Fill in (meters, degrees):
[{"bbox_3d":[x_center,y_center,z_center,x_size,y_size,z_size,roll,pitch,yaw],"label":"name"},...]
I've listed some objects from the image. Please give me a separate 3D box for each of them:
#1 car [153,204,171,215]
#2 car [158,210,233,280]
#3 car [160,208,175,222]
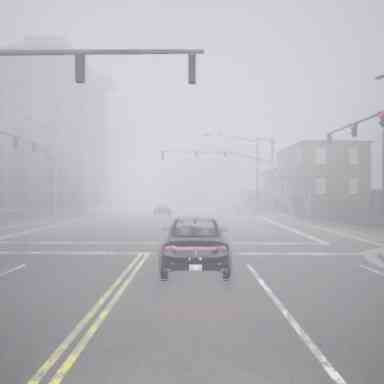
[{"bbox_3d":[-3.592,2.201,40.974,1.994,1.385,4.181,0,-5,0],"label":"car"},{"bbox_3d":[0.090,1.528,10.046,2.128,1.511,4.902,0,0,0],"label":"car"},{"bbox_3d":[-3.589,3.485,50.105,1.882,1.535,5.008,0,-12,0],"label":"car"}]
